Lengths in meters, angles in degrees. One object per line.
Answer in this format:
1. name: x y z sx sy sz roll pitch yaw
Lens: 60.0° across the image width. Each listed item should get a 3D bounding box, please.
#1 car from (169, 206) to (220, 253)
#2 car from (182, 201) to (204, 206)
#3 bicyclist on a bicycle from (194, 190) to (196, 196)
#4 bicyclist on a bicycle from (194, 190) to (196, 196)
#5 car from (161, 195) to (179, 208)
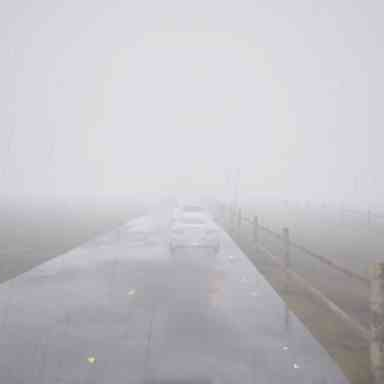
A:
1. car: 0.094 1.511 13.572 1.812 1.442 4.674 0 0 0
2. car: 0.099 1.484 28.924 1.812 1.442 4.674 0 0 0
3. bicyclist on a bicycle: 0.785 0.537 86.163 0.659 1.776 1.843 0 1 0
4. bicyclist on a bicycle: 0.788 0.321 95.160 0.659 1.776 1.843 0 2 0
5. car: -2.820 1.175 43.633 2.097 1.767 4.553 0 1 0
